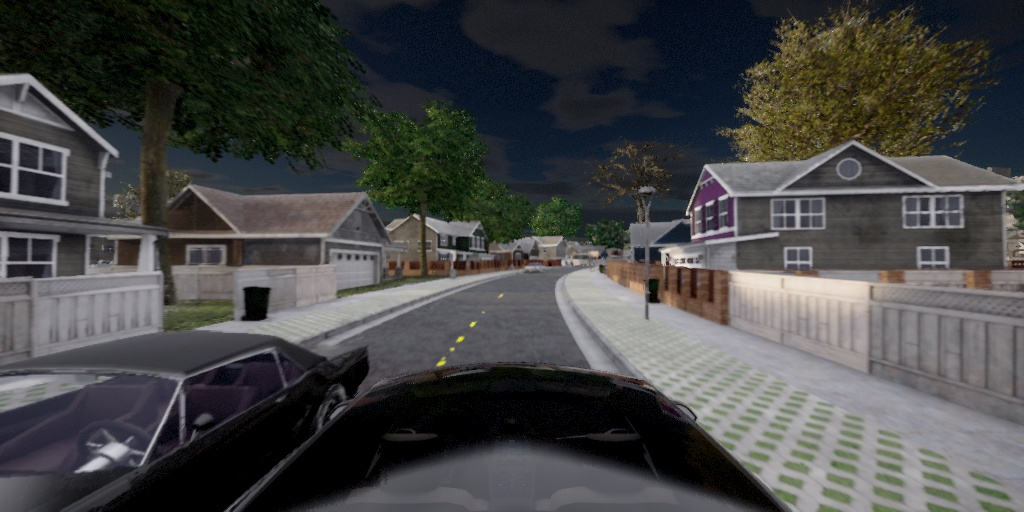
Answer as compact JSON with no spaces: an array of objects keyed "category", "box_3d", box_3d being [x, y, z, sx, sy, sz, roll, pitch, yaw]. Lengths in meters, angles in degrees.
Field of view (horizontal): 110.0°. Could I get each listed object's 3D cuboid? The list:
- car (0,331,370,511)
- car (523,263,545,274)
[{"category":"car","box_3d":[-2.797,1.344,2.435,1.895,1.301,4.718,0,0,1]},{"category":"car","box_3d":[2.781,1.494,44.875,1.895,1.301,4.718,0,0,15]}]
